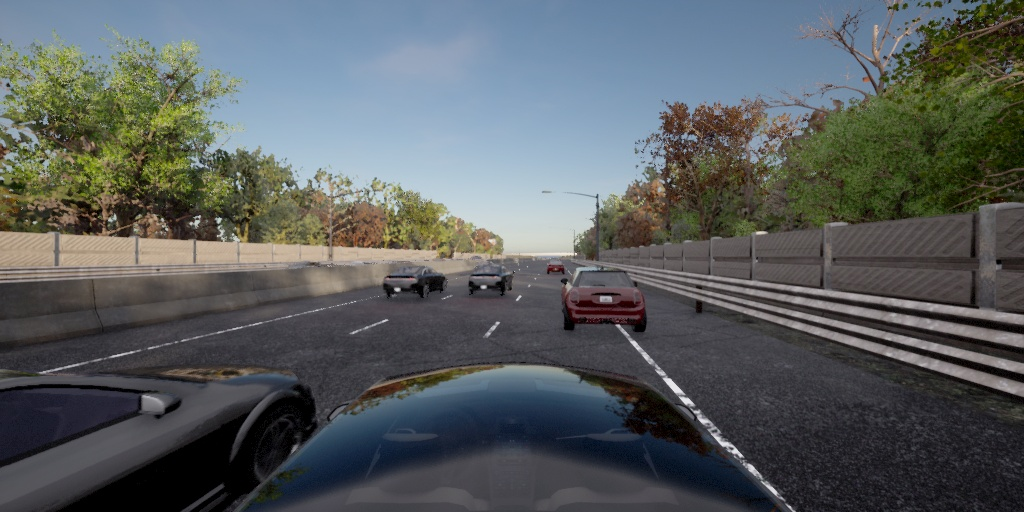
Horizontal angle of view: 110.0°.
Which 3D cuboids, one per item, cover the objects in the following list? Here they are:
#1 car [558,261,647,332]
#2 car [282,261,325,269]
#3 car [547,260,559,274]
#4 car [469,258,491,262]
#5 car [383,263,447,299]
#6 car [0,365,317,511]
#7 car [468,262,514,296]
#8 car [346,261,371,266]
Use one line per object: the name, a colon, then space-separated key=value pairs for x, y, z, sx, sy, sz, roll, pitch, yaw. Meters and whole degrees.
car: x=2.613 y=1.106 z=11.118 sx=2.097 sy=1.767 sz=4.553 roll=0 pitch=0 yaw=7
car: x=-20.498 y=1.275 z=35.410 sx=1.837 sy=1.490 sz=4.892 roll=0 pitch=0 yaw=7
car: x=4.998 y=1.255 z=40.811 sx=1.882 sy=1.535 sz=5.008 roll=0 pitch=0 yaw=7
car: x=-2.637 y=1.262 z=35.712 sx=2.128 sy=1.511 sz=4.902 roll=0 pitch=0 yaw=7
car: x=-4.731 y=1.250 z=18.146 sx=2.128 sy=1.511 sz=4.902 roll=0 pitch=0 yaw=7
car: x=-3.133 y=1.313 z=1.975 sx=1.994 sy=1.385 sz=4.181 roll=0 pitch=0 yaw=7
car: x=-1.045 y=1.252 z=19.496 sx=2.128 sy=1.511 sz=4.902 roll=0 pitch=0 yaw=7
car: x=-16.603 y=1.298 z=38.607 sx=1.812 sy=1.442 sz=4.674 roll=0 pitch=0 yaw=7
